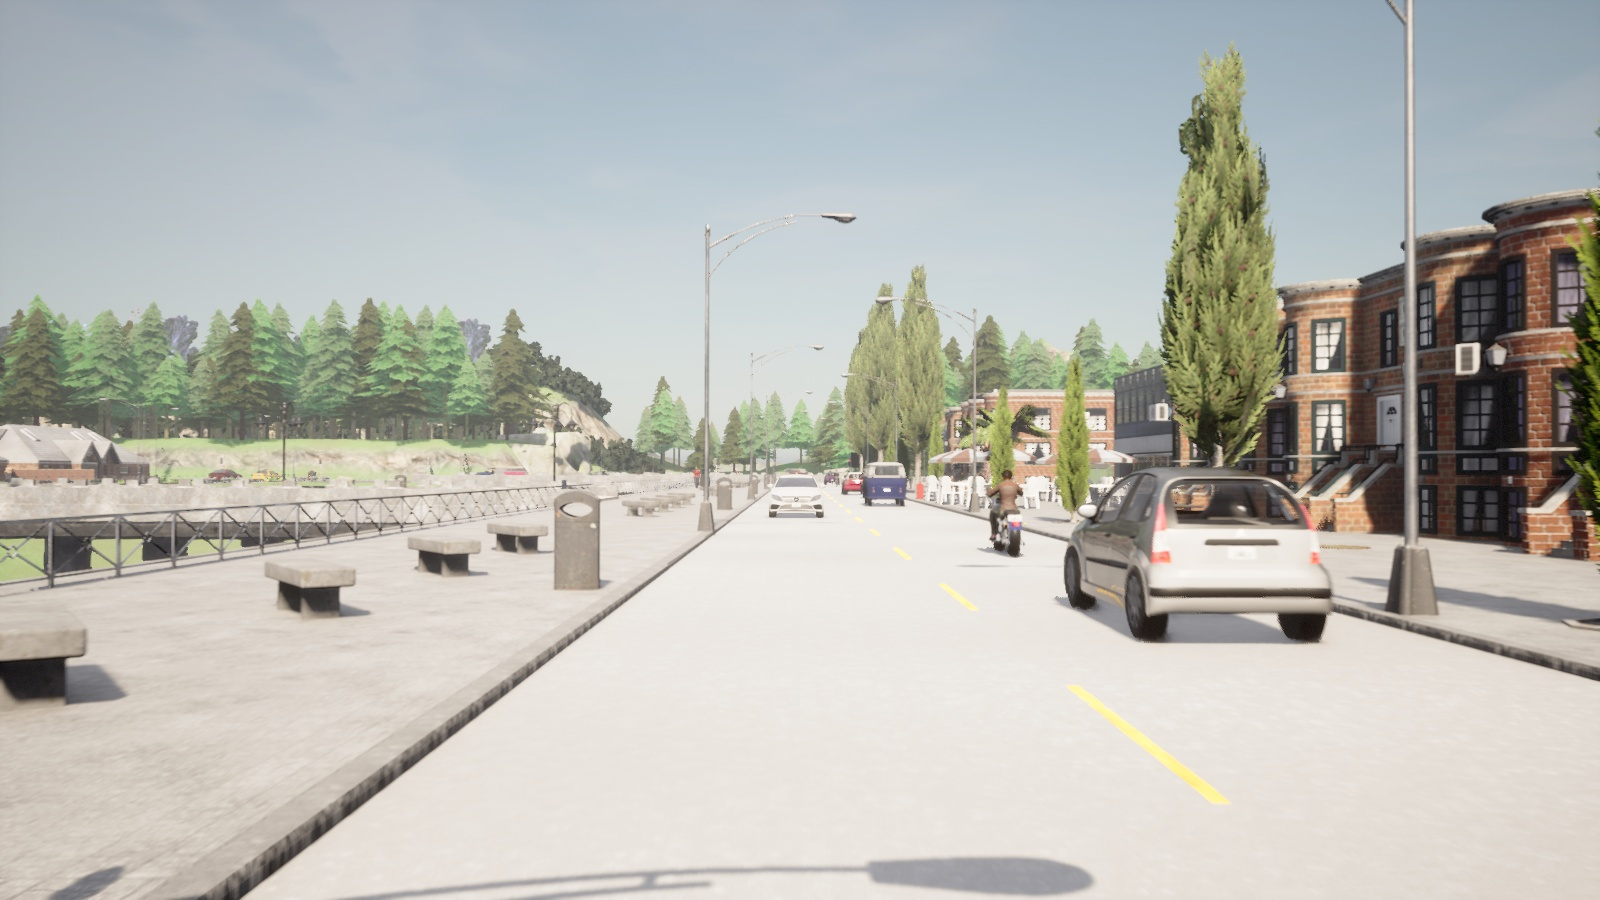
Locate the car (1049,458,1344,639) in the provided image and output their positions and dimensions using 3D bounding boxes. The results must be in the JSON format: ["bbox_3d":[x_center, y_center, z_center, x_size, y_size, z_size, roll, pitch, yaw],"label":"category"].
[{"bbox_3d":[3.964,0.920,13.306,1.851,1.617,3.988,0,-1,0],"label":"car"}]

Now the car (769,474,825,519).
[{"bbox_3d":[-0.111,1.561,43.010,1.812,1.442,4.674,0,-1,0],"label":"car"}]

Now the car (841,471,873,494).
[{"bbox_3d":[3.781,2.178,84.433,1.970,1.475,3.806,0,-1,0],"label":"car"}]

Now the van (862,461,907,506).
[{"bbox_3d":[3.849,1.519,57.742,1.775,1.987,4.442,0,-1,0],"label":"van"}]

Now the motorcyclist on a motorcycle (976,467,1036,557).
[{"bbox_3d":[3.936,1.154,24.158,0.766,1.649,2.350,0,-1,0],"label":"motorcyclist on a motorcycle"}]
